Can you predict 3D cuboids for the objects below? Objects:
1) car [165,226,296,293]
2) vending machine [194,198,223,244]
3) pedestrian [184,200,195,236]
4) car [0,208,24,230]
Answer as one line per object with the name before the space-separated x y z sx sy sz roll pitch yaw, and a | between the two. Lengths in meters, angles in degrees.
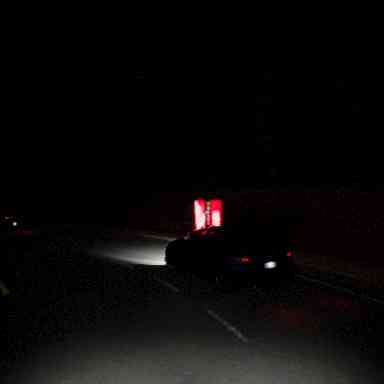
car | 0.823 1.651 9.296 1.994 1.385 4.181 0 -1 -28
vending machine | 0.791 1.352 16.077 1.100 2.100 0.880 0 -1 -41
pedestrian | -0.148 1.319 17.117 0.375 1.860 0.375 0 -1 -42
car | -13.741 1.896 23.364 4.892 1.490 1.837 -1 -1 34
